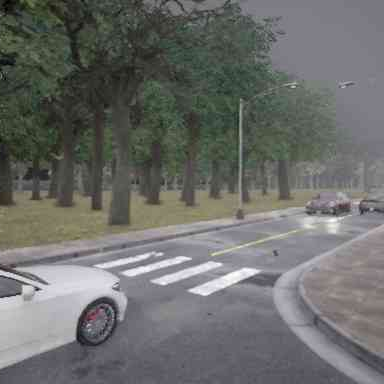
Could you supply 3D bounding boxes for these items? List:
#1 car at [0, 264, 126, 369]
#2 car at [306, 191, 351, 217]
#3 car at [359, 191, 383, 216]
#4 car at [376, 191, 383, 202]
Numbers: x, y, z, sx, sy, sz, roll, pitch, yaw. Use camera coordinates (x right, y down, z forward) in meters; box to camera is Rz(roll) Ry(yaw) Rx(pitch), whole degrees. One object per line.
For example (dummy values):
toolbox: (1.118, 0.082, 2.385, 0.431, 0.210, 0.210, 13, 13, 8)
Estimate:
car: (-3.003, 1.521, 4.132, 1.812, 1.442, 4.674, 1, 2, 40)
car: (10.111, 0.783, 24.561, 2.097, 1.767, 4.553, 1, 2, 40)
car: (13.596, 0.906, 24.147, 2.128, 1.511, 4.902, 1, 2, 40)
car: (24.971, 0.529, 42.341, 1.895, 1.301, 4.718, 1, 2, 40)
